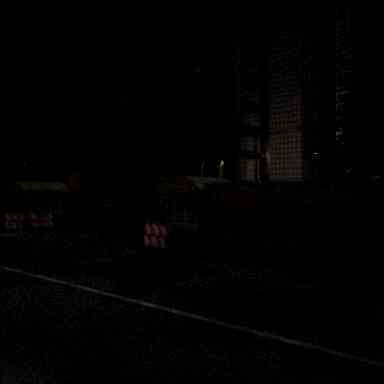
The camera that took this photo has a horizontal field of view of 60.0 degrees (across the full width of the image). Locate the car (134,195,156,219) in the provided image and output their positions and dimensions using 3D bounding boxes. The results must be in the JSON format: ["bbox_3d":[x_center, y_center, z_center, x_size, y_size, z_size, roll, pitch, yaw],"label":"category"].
[{"bbox_3d":[-4.822,1.081,26.639,3.866,1.878,1.905,0,0,35],"label":"car"}]

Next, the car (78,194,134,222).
[{"bbox_3d":[-6.506,1.092,24.228,3.866,1.878,1.905,0,0,35],"label":"car"}]
